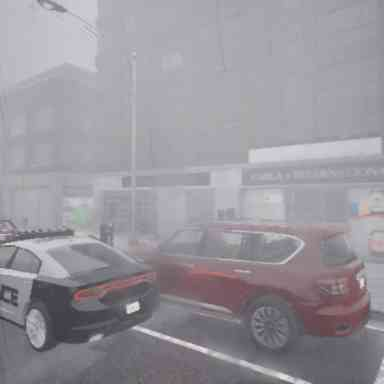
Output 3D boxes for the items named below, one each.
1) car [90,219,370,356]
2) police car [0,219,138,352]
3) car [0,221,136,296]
[{"bbox_3d":[0.591,1.448,6.342,5.009,1.841,2.192,-1,-1,37],"label":"car"},{"bbox_3d":[-2.958,1.553,6.545,5.238,1.638,1.930,-1,-1,37],"label":"police car"},{"bbox_3d":[-3.973,1.714,9.743,4.829,1.417,1.752,-1,-1,37],"label":"car"}]
